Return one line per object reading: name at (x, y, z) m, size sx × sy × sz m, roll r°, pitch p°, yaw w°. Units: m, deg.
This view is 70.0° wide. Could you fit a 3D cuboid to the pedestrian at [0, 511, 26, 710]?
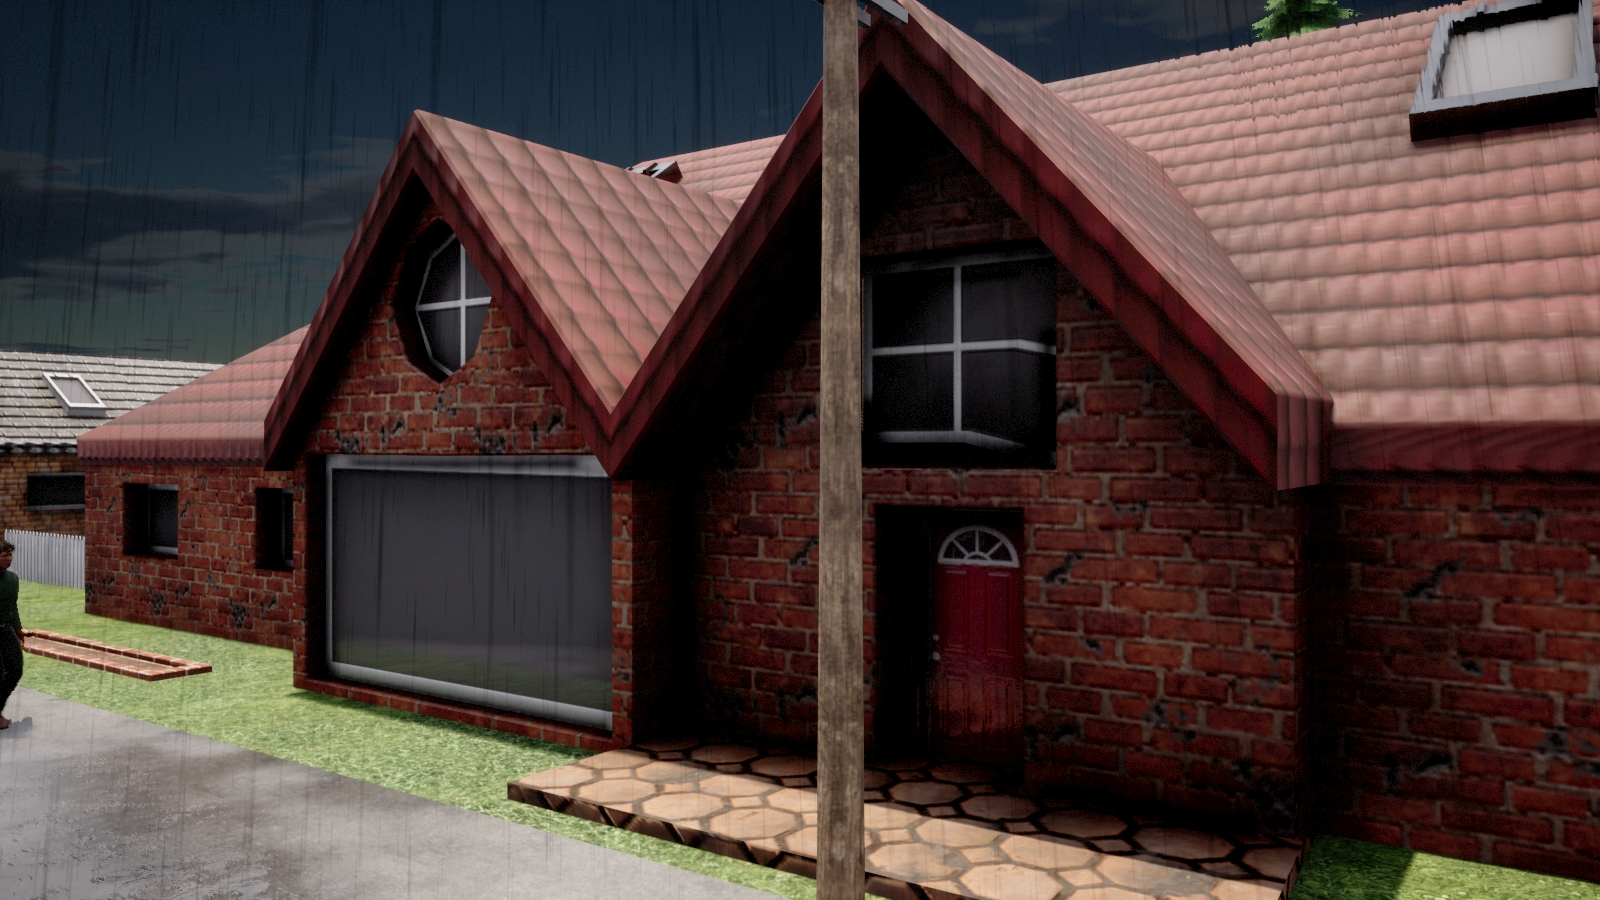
pedestrian at (-7.724, 1.523, 10.929) m, size 0.375 × 1.860 × 0.375 m, roll 0°, pitch 0°, yaw 12°
